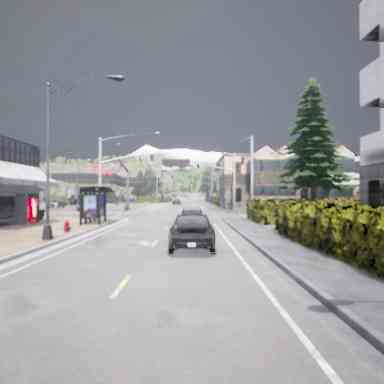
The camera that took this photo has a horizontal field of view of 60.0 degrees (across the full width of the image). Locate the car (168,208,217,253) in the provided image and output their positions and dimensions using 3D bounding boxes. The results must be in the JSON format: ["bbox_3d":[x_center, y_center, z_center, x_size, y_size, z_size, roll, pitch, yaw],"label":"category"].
[{"bbox_3d":[0.002,1.646,14.314,1.837,1.490,4.892,0,0,0],"label":"car"}]

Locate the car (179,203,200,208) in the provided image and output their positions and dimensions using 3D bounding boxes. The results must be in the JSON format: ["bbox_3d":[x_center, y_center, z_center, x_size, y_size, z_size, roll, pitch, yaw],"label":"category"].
[{"bbox_3d":[-0.001,1.881,29.117,1.895,1.301,4.718,0,-1,0],"label":"car"}]

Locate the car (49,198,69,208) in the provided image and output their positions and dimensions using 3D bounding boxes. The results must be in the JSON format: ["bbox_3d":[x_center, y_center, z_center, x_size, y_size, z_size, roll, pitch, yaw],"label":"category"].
[{"bbox_3d":[-22.572,1.953,55.156,1.970,1.475,3.806,0,-1,0],"label":"car"}]

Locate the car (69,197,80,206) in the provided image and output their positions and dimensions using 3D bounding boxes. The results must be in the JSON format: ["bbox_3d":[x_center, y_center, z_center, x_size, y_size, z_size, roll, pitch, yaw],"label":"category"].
[{"bbox_3d":[-25.900,1.981,72.207,1.932,1.855,4.605,0,-1,0],"label":"car"}]

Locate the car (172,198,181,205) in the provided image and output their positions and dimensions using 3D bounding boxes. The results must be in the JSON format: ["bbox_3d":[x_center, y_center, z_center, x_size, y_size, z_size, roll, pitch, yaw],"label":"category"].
[{"bbox_3d":[-3.509,2.207,76.091,1.882,1.535,5.008,0,-1,0],"label":"car"}]
